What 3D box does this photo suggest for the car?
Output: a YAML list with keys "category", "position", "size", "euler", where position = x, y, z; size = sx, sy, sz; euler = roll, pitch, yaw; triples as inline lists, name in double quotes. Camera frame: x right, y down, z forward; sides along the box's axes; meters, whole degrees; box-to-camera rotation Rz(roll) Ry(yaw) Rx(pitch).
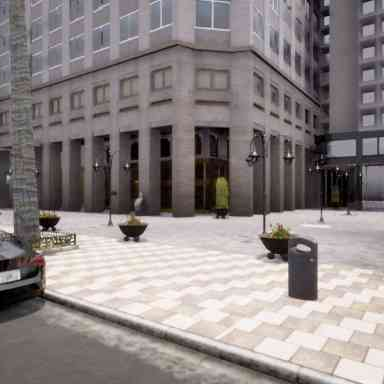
- category: "car"
  position: [-5.085, 1.513, 7.118]
  size: [4.786, 1.482, 2.161]
  euler: [0, 0, 35]
